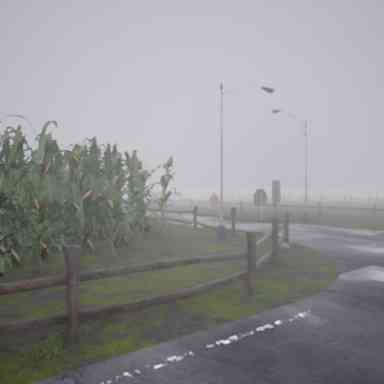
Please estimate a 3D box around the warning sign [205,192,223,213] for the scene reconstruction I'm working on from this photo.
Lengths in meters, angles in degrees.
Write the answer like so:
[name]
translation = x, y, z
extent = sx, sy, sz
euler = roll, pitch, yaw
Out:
[warning sign]
translation = 2.017, 0.979, 30.622
extent = 1.300, 1.860, 1.060
euler = -1, 0, -35
